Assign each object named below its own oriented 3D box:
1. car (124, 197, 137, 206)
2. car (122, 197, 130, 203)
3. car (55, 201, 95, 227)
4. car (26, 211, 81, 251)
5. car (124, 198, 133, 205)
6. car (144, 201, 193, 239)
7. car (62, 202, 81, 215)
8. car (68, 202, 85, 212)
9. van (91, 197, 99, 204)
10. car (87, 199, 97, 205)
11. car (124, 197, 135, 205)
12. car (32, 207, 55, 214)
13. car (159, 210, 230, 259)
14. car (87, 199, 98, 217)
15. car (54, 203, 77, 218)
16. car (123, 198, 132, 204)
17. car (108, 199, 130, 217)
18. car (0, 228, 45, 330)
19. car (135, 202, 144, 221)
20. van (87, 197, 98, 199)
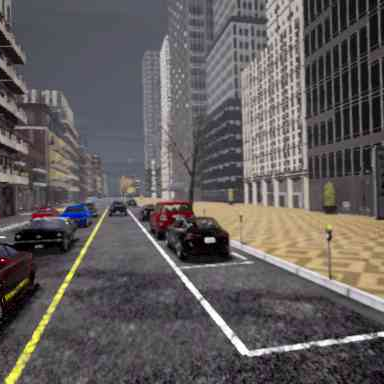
[{"bbox_3d":[-11.058,2.009,61.073,1.947,1.339,4.313,-1,0,-13],"label":"car"},{"bbox_3d":[-18.502,2.195,93.362,1.967,1.590,4.097,-1,0,-13],"label":"car"},{"bbox_3d":[-8.689,1.761,25.035,1.882,1.535,5.008,-1,0,-13],"label":"car"},{"bbox_3d":[-6.358,1.799,14.894,1.895,1.301,4.718,-1,0,-13],"label":"car"},{"bbox_3d":[-14.779,2.149,77.218,2.008,1.369,4.403,-1,0,-13],"label":"car"},{"bbox_3d":[-1.140,1.381,18.022,2.192,1.841,5.009,-1,0,-13],"label":"car"},{"bbox_3d":[-15.464,2.034,42.881,1.752,1.417,4.829,-1,0,-13],"label":"car"},{"bbox_3d":[-16.741,2.124,48.427,1.947,1.339,4.313,-1,0,-13],"label":"car"},{"bbox_3d":[-26.668,2.309,91.480,1.690,1.788,3.998,-1,0,-13],"label":"van"},{"bbox_3d":[-24.183,2.407,80.717,1.887,1.381,4.507,-1,0,-13],"label":"car"},{"bbox_3d":[-13.541,1.986,71.837,1.967,1.590,4.097,-1,0,-13],"label":"car"},{"bbox_3d":[-11.779,1.915,26.901,1.887,1.381,4.507,-1,0,-13],"label":"car"},{"bbox_3d":[0.106,1.588,12.639,1.947,1.339,4.313,-1,0,-13],"label":"car"},{"bbox_3d":[-10.987,1.875,35.191,1.837,1.490,4.892,-1,0,-13],"label":"car"},{"bbox_3d":[-14.222,1.987,37.499,1.752,1.417,4.829,-1,0,-13],"label":"car"},{"bbox_3d":[-16.019,2.200,82.600,2.008,1.369,4.403,-1,0,-13],"label":"car"},{"bbox_3d":[-7.954,1.795,35.818,1.837,1.490,4.892,-1,0,-12],"label":"car"},{"bbox_3d":[-4.389,1.692,6.339,1.994,1.385,4.181,-1,0,-13],"label":"car"},{"bbox_3d":[-3.616,1.723,28.783,1.947,1.339,4.313,-1,0,-13],"label":"car"},{"bbox_3d":[-22.948,2.152,75.337,1.690,1.788,3.998,-1,0,-13],"label":"van"}]
